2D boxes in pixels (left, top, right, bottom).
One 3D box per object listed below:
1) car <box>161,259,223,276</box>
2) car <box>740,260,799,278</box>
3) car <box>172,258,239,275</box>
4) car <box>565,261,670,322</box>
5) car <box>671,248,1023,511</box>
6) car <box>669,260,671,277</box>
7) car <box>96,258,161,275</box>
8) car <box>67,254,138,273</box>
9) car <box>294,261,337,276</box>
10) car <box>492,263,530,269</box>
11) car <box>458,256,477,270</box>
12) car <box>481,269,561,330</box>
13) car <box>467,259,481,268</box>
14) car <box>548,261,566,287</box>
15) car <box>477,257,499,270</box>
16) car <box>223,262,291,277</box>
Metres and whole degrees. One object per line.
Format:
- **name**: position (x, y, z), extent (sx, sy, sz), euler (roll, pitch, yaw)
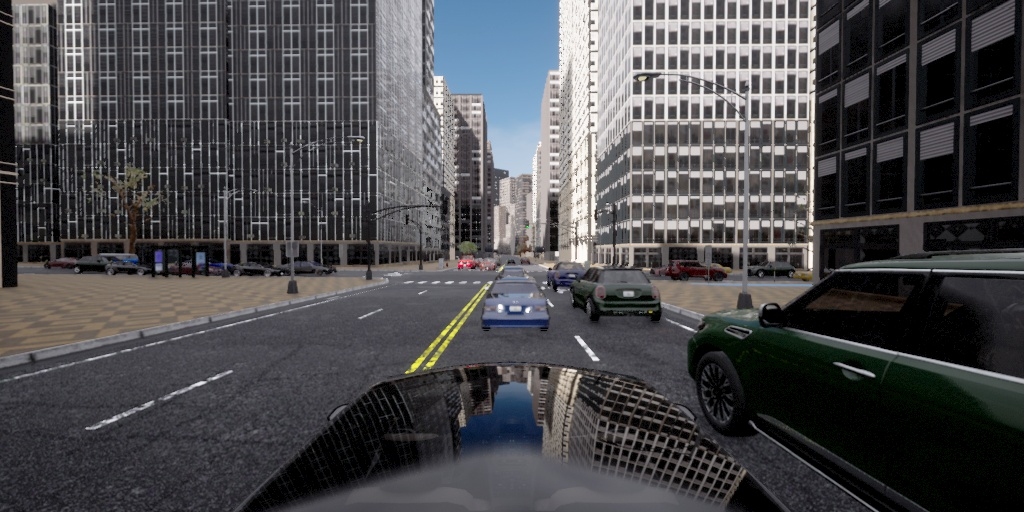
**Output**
- **car**: position (-28.463, 1.163, 32.281), extent (4.207, 1.307, 1.802), euler (0, 0, 1)
- **car**: position (26.691, 1.334, 37.297), extent (4.553, 1.767, 2.097), euler (1, 1, 1)
- **car**: position (-29.822, 1.005, 34.998), extent (5.008, 1.535, 1.882), euler (1, 1, 1)
- **car**: position (3.333, 1.105, 12.391), extent (2.097, 1.767, 4.553), euler (0, 0, 0)
- **car**: position (3.346, 0.972, 2.307), extent (2.150, 2.045, 5.566), euler (0, 0, 0)
- **car**: position (16.147, 1.293, 31.688), extent (5.009, 1.841, 2.192), euler (0, 0, 1)
- **car**: position (-34.144, 1.094, 32.445), extent (4.313, 1.339, 1.948), euler (0, 0, 1)
- **car**: position (-39.852, 0.788, 35.192), extent (4.553, 1.767, 2.097), euler (1, 1, 1)
- **car**: position (-19.961, 1.164, 34.812), extent (5.357, 1.411, 2.033), euler (1, 1, 1)
- **car**: position (0.071, 1.320, 20.785), extent (1.994, 1.385, 4.181), euler (0, 0, 0)
- **car**: position (-6.669, 0.978, 53.298), extent (2.150, 2.045, 5.566), euler (0, 0, 0)
- **car**: position (0.088, 1.301, 11.083), extent (2.033, 1.411, 5.357), euler (0, 0, 0)
- **car**: position (-6.656, 1.230, 63.642), extent (1.882, 1.535, 5.008), euler (0, 0, 1)
- **car**: position (3.348, 1.107, 22.043), extent (2.097, 1.767, 4.553), euler (0, 0, 1)
- **car**: position (-3.390, 1.109, 51.150), extent (2.097, 1.767, 4.553), euler (0, 0, -1)
- **car**: position (-22.779, 1.199, 32.156), extent (4.313, 1.339, 1.948), euler (0, 0, 1)
